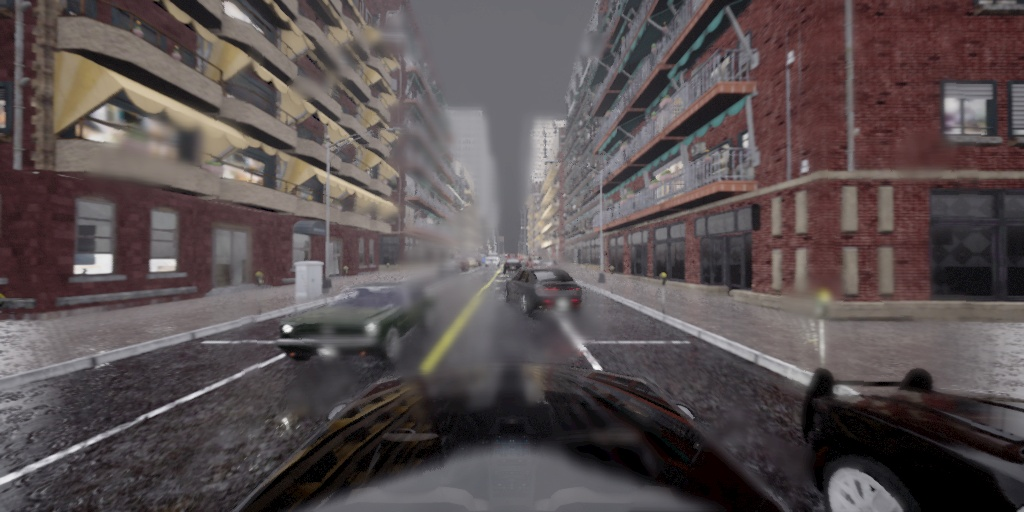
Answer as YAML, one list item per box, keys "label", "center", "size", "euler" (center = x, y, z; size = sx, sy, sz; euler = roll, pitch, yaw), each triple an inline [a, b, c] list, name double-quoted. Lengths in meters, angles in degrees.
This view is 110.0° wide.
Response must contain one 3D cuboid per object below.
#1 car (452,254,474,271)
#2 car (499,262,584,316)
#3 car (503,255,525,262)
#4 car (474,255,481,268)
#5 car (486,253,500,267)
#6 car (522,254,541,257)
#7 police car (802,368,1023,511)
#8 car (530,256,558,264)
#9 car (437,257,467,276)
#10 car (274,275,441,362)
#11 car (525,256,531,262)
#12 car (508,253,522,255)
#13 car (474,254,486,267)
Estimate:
- label: "car"
  center: [-5.682, 0.782, 38.484]
  size: [2.192, 1.841, 5.009]
  euler: [0, 0, 0]
- label: "car"
  center: [0.993, 1.169, 13.107]
  size: [1.837, 1.490, 4.892]
  euler: [-1, 1, -13]
- label: "car"
  center: [0.104, 0.954, 37.409]
  size: [1.882, 1.535, 5.008]
  euler: [0, 0, 0]
- label: "car"
  center: [-5.680, 0.905, 49.396]
  size: [1.751, 1.417, 4.829]
  euler: [0, 0, 0]
- label: "car"
  center: [-2.990, 0.544, 55.468]
  size: [2.150, 2.045, 5.566]
  euler: [0, 0, 0]
- label: "car"
  center: [2.700, 0.738, 44.076]
  size: [2.192, 1.841, 5.009]
  euler: [0, 0, 0]
- label: "police car"
  center: [3.134, 1.182, 0.725]
  size: [1.930, 1.638, 5.238]
  euler: [0, 0, 0]
- label: "car"
  center: [2.697, 0.993, 27.455]
  size: [1.967, 1.591, 4.097]
  euler: [0, 0, 0]
- label: "car"
  center: [-5.683, 1.062, 32.944]
  size: [2.007, 1.370, 4.403]
  euler: [0, 0, 0]
- label: "car"
  center: [-3.097, 1.301, 8.239]
  size: [1.895, 1.301, 4.718]
  euler: [0, 0, 0]
- label: "car"
  center: [2.700, 1.012, 38.536]
  size: [1.888, 1.381, 4.507]
  euler: [0, 0, 0]
- label: "car"
  center: [0.112, 0.525, 59.251]
  size: [2.150, 2.045, 5.566]
  euler: [0, 0, 0]
- label: "car"
  center: [-5.679, 0.651, 55.105]
  size: [2.192, 1.841, 5.009]
  euler: [0, 0, 0]
